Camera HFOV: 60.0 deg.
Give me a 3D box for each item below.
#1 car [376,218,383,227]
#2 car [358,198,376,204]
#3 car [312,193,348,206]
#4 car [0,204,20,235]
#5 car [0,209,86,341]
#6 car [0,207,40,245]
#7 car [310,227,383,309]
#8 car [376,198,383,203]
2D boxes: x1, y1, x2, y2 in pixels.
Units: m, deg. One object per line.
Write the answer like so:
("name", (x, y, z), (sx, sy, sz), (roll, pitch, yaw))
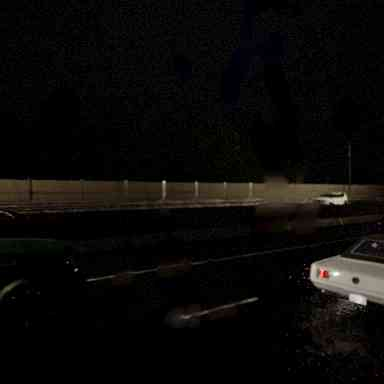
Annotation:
("car", (10.277, 1.488, 15.367), (4.674, 1.442, 1.812), (0, 0, -35))
("car", (22.458, 1.416, 41.468), (4.181, 1.385, 1.994), (0, 0, -35))
("car", (17.605, 1.096, 42.318), (5.566, 2.045, 2.150), (0, 0, -35))
("car", (-11.794, 1.477, 17.075), (5.008, 1.535, 1.882), (0, 0, -35))
("car", (-4.489, 1.224, 4.843), (5.566, 2.045, 2.150), (0, 0, -35))
("car", (-9.434, 1.503, 14.460), (4.892, 1.490, 1.837), (0, 0, -35))
("car", (4.715, 1.584, 7.105), (4.718, 1.301, 1.895), (0, 0, -35))
("car", (23.299, 1.387, 37.777), (4.674, 1.442, 1.812), (0, 0, -35))
